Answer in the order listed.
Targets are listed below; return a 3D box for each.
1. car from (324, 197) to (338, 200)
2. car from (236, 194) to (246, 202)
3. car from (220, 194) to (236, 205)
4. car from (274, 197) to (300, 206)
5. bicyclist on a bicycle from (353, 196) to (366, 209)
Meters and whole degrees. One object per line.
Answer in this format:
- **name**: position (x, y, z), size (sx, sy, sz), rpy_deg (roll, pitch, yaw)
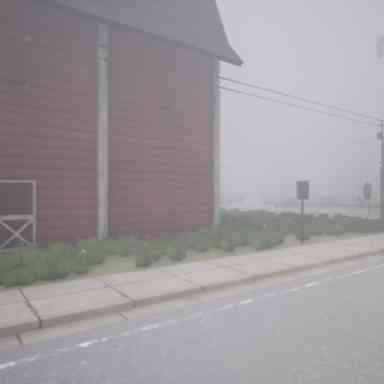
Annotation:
- **car**: position (23.218, 1.531, 55.796), size (3.905, 1.438, 1.784), rpy_deg (0, 0, -36)
- **car**: position (9.805, 1.321, 73.836), size (4.605, 1.855, 1.932), rpy_deg (0, 0, -36)
- **car**: position (5.121, 1.322, 57.787), size (3.866, 1.878, 1.905), rpy_deg (0, 0, -36)
- **car**: position (13.537, 1.514, 47.239), size (4.193, 1.474, 1.816), rpy_deg (0, 0, -36)
- **bicyclist on a bicycle**: position (20.975, 1.308, 41.631), size (1.656, 1.620, 0.582), rpy_deg (0, 0, -2)
